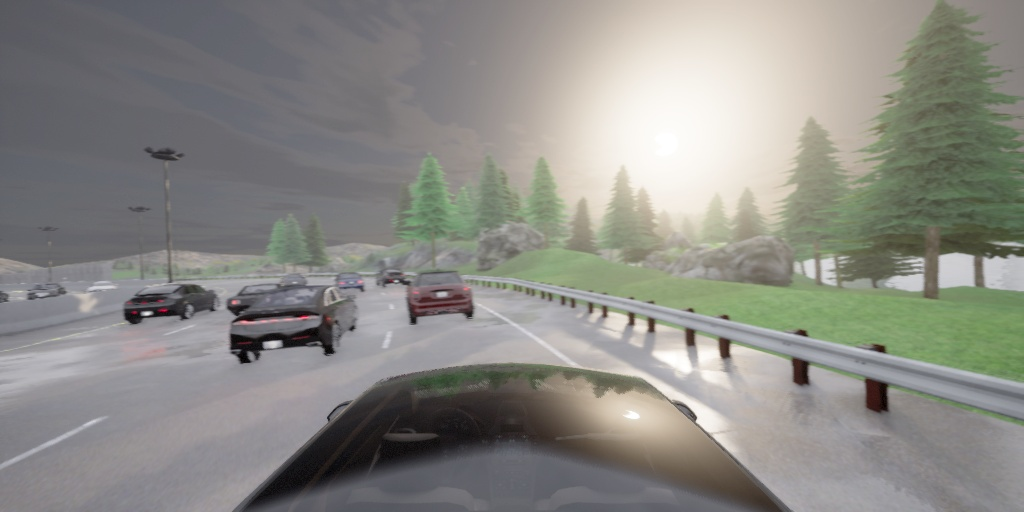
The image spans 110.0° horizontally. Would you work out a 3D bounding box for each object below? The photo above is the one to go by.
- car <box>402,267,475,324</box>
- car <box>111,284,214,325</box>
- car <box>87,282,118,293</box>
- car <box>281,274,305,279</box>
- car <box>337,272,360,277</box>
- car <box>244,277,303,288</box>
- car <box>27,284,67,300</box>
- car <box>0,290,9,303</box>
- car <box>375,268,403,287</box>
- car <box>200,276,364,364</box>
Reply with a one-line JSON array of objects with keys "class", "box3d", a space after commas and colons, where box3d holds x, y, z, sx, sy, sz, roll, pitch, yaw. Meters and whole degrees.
[{"class": "car", "box3d": [-2.801, 1.256, 13.231, 2.097, 1.767, 4.553, -3, 0, -17]}, {"class": "car", "box3d": [-14.855, 1.989, 15.930, 1.837, 1.490, 4.892, -2, 0, -22]}, {"class": "car", "box3d": [-40.377, 3.263, 35.430, 1.812, 1.442, 4.674, -3, 0, -44]}, {"class": "car", "box3d": [-19.757, 2.312, 32.416, 1.994, 1.385, 4.181, -3, 0, -34]}, {"class": "car", "box3d": [-12.153, 1.923, 26.690, 2.033, 1.411, 5.357, -3, 0, -28]}, {"class": "car", "box3d": [-11.359, 1.920, 16.720, 1.895, 1.301, 4.718, -3, 0, -22]}, {"class": "car", "box3d": [-43.325, 3.368, 33.455, 4.902, 1.511, 2.128, -3, 0, 45]}, {"class": "car", "box3d": [-46.516, 3.589, 31.732, 4.181, 1.385, 1.994, -3, 0, 43]}, {"class": "car", "box3d": [-10.426, 1.805, 30.640, 1.837, 1.490, 4.892, -2, 0, -30]}, {"class": "car", "box3d": [-5.199, 1.503, 9.148, 2.128, 1.511, 4.902, -3, 0, -15]}]
